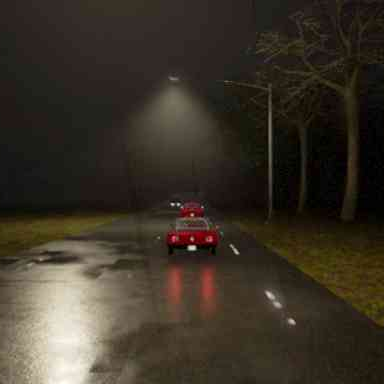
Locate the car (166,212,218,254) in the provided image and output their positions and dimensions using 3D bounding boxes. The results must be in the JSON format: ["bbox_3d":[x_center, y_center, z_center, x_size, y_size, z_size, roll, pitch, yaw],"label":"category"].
[{"bbox_3d":[0.008,1.733,14.113,1.895,1.301,4.718,0,0,0],"label":"car"}]

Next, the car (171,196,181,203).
[{"bbox_3d":[-3.466,1.599,71.038,1.994,1.385,4.181,0,1,0],"label":"car"}]

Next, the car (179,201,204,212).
[{"bbox_3d":[0.019,1.710,29.472,1.882,1.535,5.008,0,0,0],"label":"car"}]
